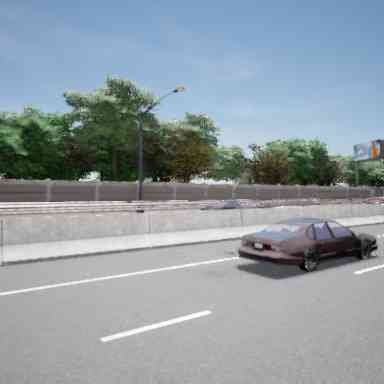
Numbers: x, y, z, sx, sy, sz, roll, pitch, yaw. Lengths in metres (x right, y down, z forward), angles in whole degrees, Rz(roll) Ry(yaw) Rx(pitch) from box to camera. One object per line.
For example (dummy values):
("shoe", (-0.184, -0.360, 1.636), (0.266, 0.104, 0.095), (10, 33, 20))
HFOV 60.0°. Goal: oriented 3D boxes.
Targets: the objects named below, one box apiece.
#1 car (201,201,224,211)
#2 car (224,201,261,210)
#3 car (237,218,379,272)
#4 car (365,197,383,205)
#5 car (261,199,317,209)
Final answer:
("car", (3.389, 1.594, 32.212), (5.357, 1.411, 2.033), (0, 0, -36))
("car", (5.618, 1.539, 29.501), (4.902, 1.511, 2.128), (0, 0, -35))
("car", (3.927, 1.565, 10.843), (5.357, 1.411, 2.033), (0, 0, -35))
("car", (27.632, 1.515, 49.400), (4.553, 1.767, 2.097), (1, -1, -35))
("car", (8.197, 1.402, 27.043), (4.553, 1.767, 2.097), (0, 0, -35))
